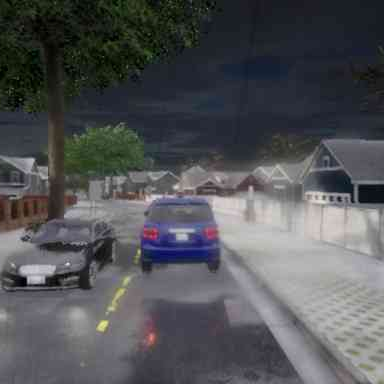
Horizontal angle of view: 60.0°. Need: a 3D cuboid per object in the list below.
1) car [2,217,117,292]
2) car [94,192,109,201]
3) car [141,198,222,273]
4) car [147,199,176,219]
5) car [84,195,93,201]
[{"bbox_3d":[-3.248,1.476,9.047,2.128,1.511,4.902,0,0,-4],"label":"car"},{"bbox_3d":[-21.891,1.119,81.634,2.150,2.045,5.566,-1,0,-28],"label":"car"},{"bbox_3d":[-0.411,1.196,10.772,2.150,2.045,5.566,0,0,-4],"label":"car"},{"bbox_3d":[-2.790,1.444,29.249,2.128,1.511,4.902,0,0,-10],"label":"car"},{"bbox_3d":[-25.209,1.560,81.977,1.994,1.385,4.181,-1,0,-28],"label":"car"}]
